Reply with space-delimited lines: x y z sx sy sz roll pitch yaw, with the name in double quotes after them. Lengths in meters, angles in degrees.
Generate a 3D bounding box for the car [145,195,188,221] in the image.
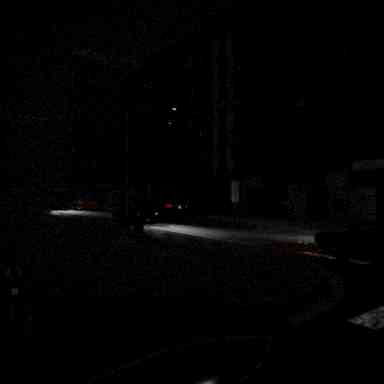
-2.512 1.280 27.809 2.150 2.045 5.566 0 0 -35 "car"

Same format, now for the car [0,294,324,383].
-0.896 1.566 2.173 4.313 1.339 1.947 0 0 -35 "car"

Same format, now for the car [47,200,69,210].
-17.787 1.732 44.316 1.895 1.301 4.718 0 0 -35 "car"

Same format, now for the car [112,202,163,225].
-4.395 1.664 25.367 1.895 1.301 4.718 0 0 -35 "car"

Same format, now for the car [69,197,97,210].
-14.299 1.470 44.366 2.097 1.767 4.553 0 0 -35 "car"

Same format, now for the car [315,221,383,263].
6.377 1.613 10.233 1.895 1.301 4.718 0 0 -35 "car"
